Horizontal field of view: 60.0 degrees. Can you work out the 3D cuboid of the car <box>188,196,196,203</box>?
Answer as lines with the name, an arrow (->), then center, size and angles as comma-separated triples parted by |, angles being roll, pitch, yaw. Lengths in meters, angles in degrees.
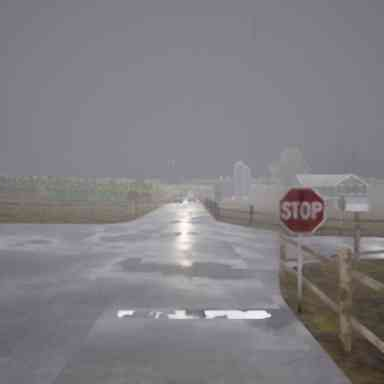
car -> -0.015, 1.614, 73.257 | 2.033, 1.411, 5.357 | 0, 0, 0

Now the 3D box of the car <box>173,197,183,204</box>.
car -> -2.764, 1.623, 67.033 | 2.033, 1.411, 5.357 | 0, 0, 0
